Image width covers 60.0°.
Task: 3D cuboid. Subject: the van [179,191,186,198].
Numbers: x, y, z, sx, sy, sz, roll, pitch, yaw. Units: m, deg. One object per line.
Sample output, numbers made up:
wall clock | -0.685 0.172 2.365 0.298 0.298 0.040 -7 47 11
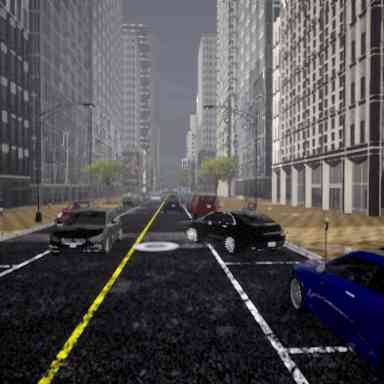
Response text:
van | -2.608 0.714 89.231 1.690 1.788 3.998 0 0 -3

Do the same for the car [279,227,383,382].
car | 2.893 1.495 4.621 1.812 1.442 4.674 0 0 -3

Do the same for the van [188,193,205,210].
van | 0.429 1.077 38.169 1.690 1.788 3.998 -1 0 -3

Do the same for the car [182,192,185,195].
car | 0.093 1.136 43.843 1.967 1.590 4.097 -1 0 -3

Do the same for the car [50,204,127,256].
car | -3.853 1.413 12.791 1.837 1.490 4.892 0 0 -3

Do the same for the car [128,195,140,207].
car | -8.272 1.259 43.347 1.947 1.339 4.313 -1 0 -3

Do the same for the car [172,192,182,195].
car | -2.926 1.148 50.952 1.837 1.490 4.892 0 0 -3

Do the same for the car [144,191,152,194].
car | -9.622 0.972 66.040 1.967 1.590 4.097 0 0 -3

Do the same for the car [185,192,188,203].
car | 0.766 1.091 32.496 2.192 1.841 5.009 -1 0 -3

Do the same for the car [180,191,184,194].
car | -0.583 1.056 55.190 1.967 1.590 4.097 -1 0 -3

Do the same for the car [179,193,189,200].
car | -1.931 1.005 77.885 2.008 1.369 4.403 -1 0 -3

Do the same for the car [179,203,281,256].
car | 1.475 1.417 12.960 1.837 1.490 4.892 0 1 -27

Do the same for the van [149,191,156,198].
van | -11.310 0.668 94.407 1.690 1.788 3.998 0 0 -3

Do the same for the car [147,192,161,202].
car | -6.541 1.109 59.631 1.812 1.442 4.674 0 0 -3

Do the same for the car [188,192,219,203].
car | 1.103 1.130 26.822 2.192 1.841 5.009 -1 0 -3

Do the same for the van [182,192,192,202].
van | -0.921 0.917 60.862 1.690 1.788 3.998 -1 0 -3

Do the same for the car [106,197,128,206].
car | -7.587 1.299 31.830 1.752 1.417 4.829 -1 0 -3

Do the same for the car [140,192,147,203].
car | -8.947 1.163 54.693 2.008 1.369 4.403 0 0 -3

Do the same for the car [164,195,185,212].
car | -1.992 1.320 35.216 1.994 1.385 4.181 0 1 -3

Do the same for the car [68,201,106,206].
car | -6.924 1.291 20.651 1.967 1.590 4.097 -1 0 -3
